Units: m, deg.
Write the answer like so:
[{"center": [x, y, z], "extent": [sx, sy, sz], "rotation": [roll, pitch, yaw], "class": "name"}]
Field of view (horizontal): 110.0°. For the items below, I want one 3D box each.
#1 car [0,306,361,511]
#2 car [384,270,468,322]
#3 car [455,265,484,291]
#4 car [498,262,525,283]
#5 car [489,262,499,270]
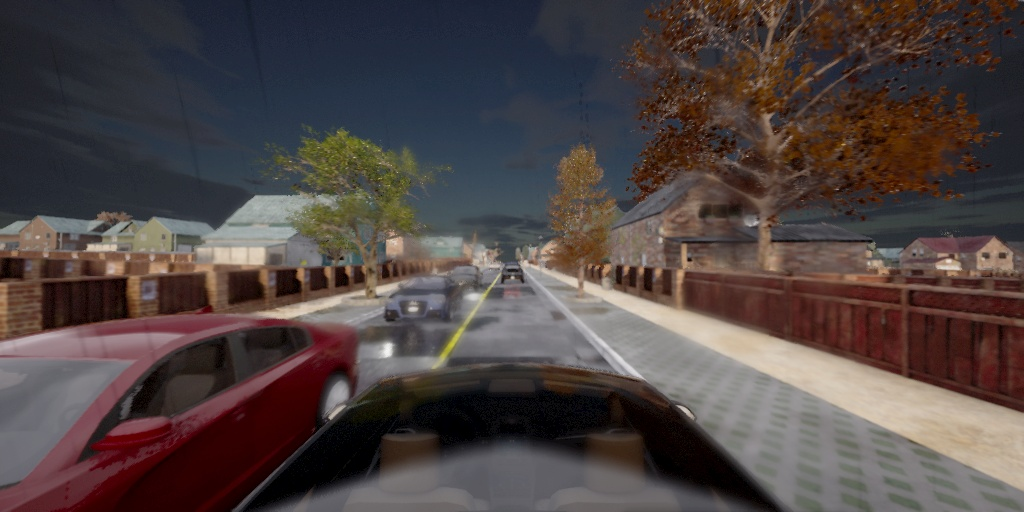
[{"center": [-2.847, 1.234, 2.507], "extent": [1.882, 1.535, 5.008], "rotation": [0, 0, 0], "class": "car"}, {"center": [-2.859, 1.359, 12.378], "extent": [1.994, 1.385, 4.181], "rotation": [0, 0, 0], "class": "car"}, {"center": [-2.848, 1.346, 22.643], "extent": [1.837, 1.490, 4.892], "rotation": [0, 0, 0], "class": "car"}, {"center": [0.049, 1.379, 29.557], "extent": [1.837, 1.490, 4.892], "rotation": [0, 0, 0], "class": "car"}, {"center": [-2.890, 1.657, 60.472], "extent": [1.895, 1.301, 4.718], "rotation": [0, 0, 0], "class": "car"}]
